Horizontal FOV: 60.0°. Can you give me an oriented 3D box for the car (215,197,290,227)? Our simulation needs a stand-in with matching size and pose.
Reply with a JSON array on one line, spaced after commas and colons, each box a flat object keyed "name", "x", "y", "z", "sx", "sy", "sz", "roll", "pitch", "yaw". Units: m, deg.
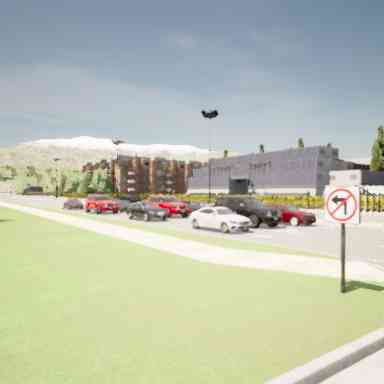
[{"name": "car", "x": 3.758, "y": 1.368, "z": 23.565, "sx": 2.150, "sy": 2.045, "sz": 5.566, "roll": 1, "pitch": 0, "yaw": -36}]

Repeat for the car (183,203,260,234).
[{"name": "car", "x": 1.660, "y": 1.642, "z": 20.541, "sx": 1.812, "sy": 1.442, "sz": 4.674, "roll": 1, "pitch": 0, "yaw": -35}]

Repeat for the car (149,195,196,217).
[{"name": "car", "x": -2.401, "y": 1.366, "z": 31.986, "sx": 2.150, "sy": 2.045, "sz": 5.566, "roll": 1, "pitch": 0, "yaw": -36}]

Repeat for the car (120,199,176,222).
[{"name": "car", "x": -3.827, "y": 1.606, "z": 28.001, "sx": 2.128, "sy": 1.511, "sz": 4.902, "roll": 1, "pitch": 0, "yaw": -36}]

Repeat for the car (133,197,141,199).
[{"name": "car", "x": -5.364, "y": 1.722, "z": 41.992, "sx": 2.033, "sy": 1.411, "sz": 5.357, "roll": 1, "pitch": 0, "yaw": -35}]

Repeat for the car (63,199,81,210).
[{"name": "car", "x": -15.961, "y": 1.637, "z": 44.759, "sx": 1.812, "sy": 1.442, "sz": 4.674, "roll": 1, "pitch": 0, "yaw": -35}]

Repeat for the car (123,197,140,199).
[{"name": "car", "x": -8.588, "y": 1.691, "z": 40.474, "sx": 2.033, "sy": 1.411, "sz": 5.357, "roll": 1, "pitch": 0, "yaw": -36}]

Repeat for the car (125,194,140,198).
[{"name": "car", "x": -11.888, "y": 1.466, "z": 65.006, "sx": 2.150, "sy": 2.045, "sz": 5.566, "roll": 1, "pitch": 0, "yaw": -36}]

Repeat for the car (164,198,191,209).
[{"name": "car", "x": -2.322, "y": 1.724, "z": 51.762, "sx": 1.882, "sy": 1.535, "sz": 5.008, "roll": 1, "pitch": -1, "yaw": -36}]

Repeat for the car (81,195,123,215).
[{"name": "car", "x": -9.937, "y": 1.336, "z": 36.385, "sx": 2.150, "sy": 2.045, "sz": 5.566, "roll": 1, "pitch": -1, "yaw": -36}]

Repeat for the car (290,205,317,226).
[{"name": "car", "x": 6.946, "y": 1.655, "z": 25.132, "sx": 1.882, "sy": 1.535, "sz": 5.008, "roll": 1, "pitch": 0, "yaw": -36}]
